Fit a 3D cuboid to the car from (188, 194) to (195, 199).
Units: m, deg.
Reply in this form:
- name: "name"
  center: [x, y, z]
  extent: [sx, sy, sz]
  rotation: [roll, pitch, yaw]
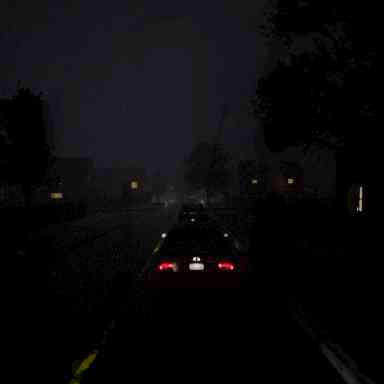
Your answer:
- name: "car"
  center: [-0.145, 1.760, 80.773]
  extent: [1.895, 1.301, 4.718]
  rotation: [0, 0, 0]

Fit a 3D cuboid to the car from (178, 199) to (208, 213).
- name: "car"
  center: [0.056, 1.504, 22.642]
  extent: [2.128, 1.511, 4.902]
  rotation: [0, 0, 0]

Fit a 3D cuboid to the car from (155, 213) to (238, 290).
- name: "car"
  center: [0.085, 1.550, 9.197]
  extent: [2.033, 1.411, 5.357]
  rotation: [0, 0, 0]

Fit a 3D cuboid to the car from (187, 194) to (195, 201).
- name: "car"
  center: [-0.163, 1.458, 90.761]
  extent: [2.097, 1.767, 4.553]
  rotation: [0, 0, 0]
